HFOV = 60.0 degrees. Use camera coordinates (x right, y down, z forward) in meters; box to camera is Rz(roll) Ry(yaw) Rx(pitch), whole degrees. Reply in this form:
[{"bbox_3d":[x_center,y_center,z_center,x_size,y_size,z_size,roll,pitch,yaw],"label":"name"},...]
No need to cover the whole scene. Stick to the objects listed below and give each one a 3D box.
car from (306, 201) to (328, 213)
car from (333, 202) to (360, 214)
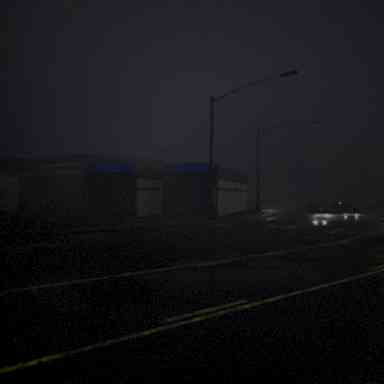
[{"bbox_3d":[15.837,1.845,42.260,2.128,1.511,4.902,0,0,9],"label":"car"},{"bbox_3d":[19.369,1.925,42.090,2.033,1.411,5.357,0,0,8],"label":"car"}]
